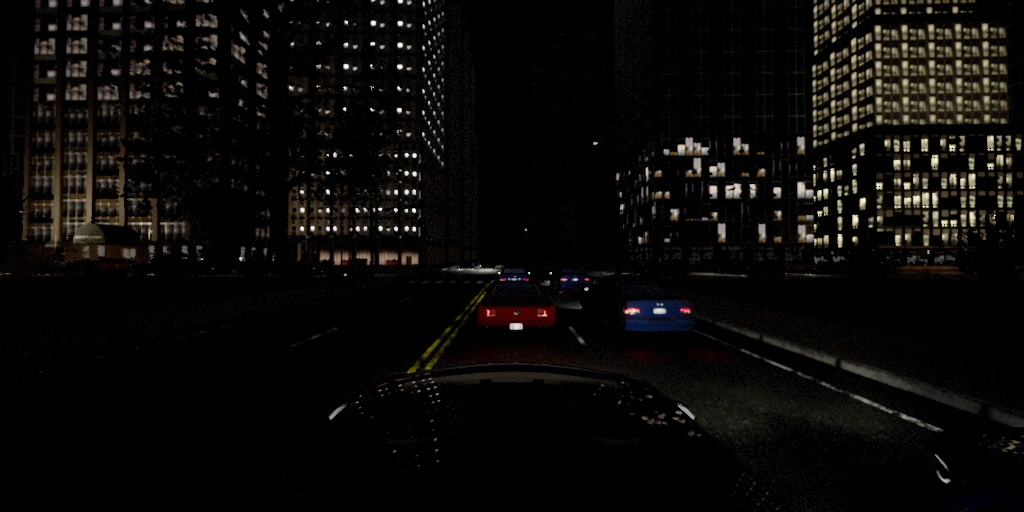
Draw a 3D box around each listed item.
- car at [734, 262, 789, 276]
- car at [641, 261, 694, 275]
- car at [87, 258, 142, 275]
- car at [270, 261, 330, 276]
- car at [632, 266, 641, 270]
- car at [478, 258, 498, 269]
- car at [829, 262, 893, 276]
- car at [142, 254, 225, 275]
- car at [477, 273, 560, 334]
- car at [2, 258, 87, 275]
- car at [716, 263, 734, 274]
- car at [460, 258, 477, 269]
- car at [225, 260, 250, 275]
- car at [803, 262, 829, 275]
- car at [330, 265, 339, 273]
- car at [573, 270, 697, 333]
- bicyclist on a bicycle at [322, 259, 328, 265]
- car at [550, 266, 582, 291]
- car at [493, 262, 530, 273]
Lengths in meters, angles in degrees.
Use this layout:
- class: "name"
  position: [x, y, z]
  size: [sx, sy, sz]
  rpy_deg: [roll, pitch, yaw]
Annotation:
- class: "car"
  position: [27.073, 1.347, 38.614]
  size: [4.674, 1.442, 1.812]
  rpy_deg: [0, -1, 2]
- class: "car"
  position: [17.109, 1.300, 38.913]
  size: [4.902, 1.511, 2.128]
  rpy_deg: [0, -1, 2]
- class: "car"
  position: [-41.107, 1.032, 37.829]
  size: [4.553, 1.767, 2.097]
  rpy_deg: [0, -1, 2]
- class: "car"
  position: [-20.257, 1.188, 33.893]
  size: [4.674, 1.442, 1.812]
  rpy_deg: [0, -1, 2]
- class: "car"
  position: [16.924, 1.404, 42.169]
  size: [5.357, 1.411, 2.033]
  rpy_deg: [0, -1, 2]
- class: "car"
  position: [-3.782, 1.239, 57.094]
  size: [2.128, 1.511, 4.902]
  rpy_deg: [0, 0, -2]
- class: "car"
  position: [37.513, 1.310, 38.315]
  size: [5.008, 1.535, 1.882]
  rpy_deg: [0, -1, 2]
- class: "car"
  position: [-31.274, 0.872, 34.251]
  size: [5.566, 2.045, 2.150]
  rpy_deg: [0, -1, 2]
- class: "car"
  position: [0.114, 1.355, 10.584]
  size: [1.895, 1.301, 4.718]
  rpy_deg: [0, 0, 0]
- class: "car"
  position: [-45.152, 1.173, 34.714]
  size: [5.357, 1.411, 2.033]
  rpy_deg: [0, -1, 2]
- class: "car"
  position: [26.294, 1.432, 41.895]
  size: [4.181, 1.385, 1.994]
  rpy_deg: [0, -1, 2]
- class: "car"
  position: [-7.014, 1.252, 56.235]
  size: [1.837, 1.490, 4.892]
  rpy_deg: [0, 0, -1]
- class: "car"
  position: [-29.838, 1.174, 37.453]
  size: [5.008, 1.535, 1.882]
  rpy_deg: [0, -1, 2]
- class: "car"
  position: [36.569, 1.405, 41.594]
  size: [4.674, 1.442, 1.812]
  rpy_deg: [0, -1, 2]
- class: "car"
  position: [-19.910, 1.274, 37.132]
  size: [4.181, 1.385, 1.994]
  rpy_deg: [0, -1, 2]
- class: "car"
  position: [3.364, 1.302, 10.668]
  size: [2.033, 1.411, 5.357]
  rpy_deg: [0, 0, 0]
- class: "bicyclist on a bicycle"
  position: [-25.066, 1.163, 48.164]
  size: [0.582, 1.620, 1.656]
  rpy_deg: [0, -1, 2]
- class: "car"
  position: [3.388, 1.305, 21.571]
  size: [2.033, 1.411, 5.357]
  rpy_deg: [0, 0, 0]
- class: "car"
  position: [0.137, 1.305, 21.642]
  size: [2.033, 1.411, 5.357]
  rpy_deg: [0, 0, 0]
